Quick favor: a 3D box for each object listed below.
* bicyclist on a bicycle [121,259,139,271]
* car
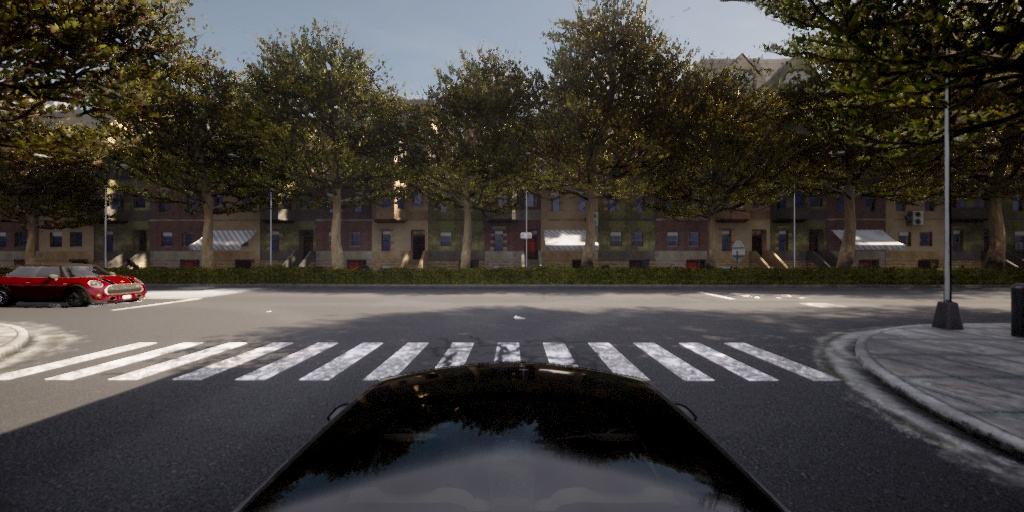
[{"bbox_3d":[-28.196,1.057,26.513,0.582,1.620,1.656,0,0,1],"label":"bicyclist on a bicycle"},{"bbox_3d":[-18.167,1.106,14.874,4.553,1.767,2.097,0,0,1],"label":"car"}]
